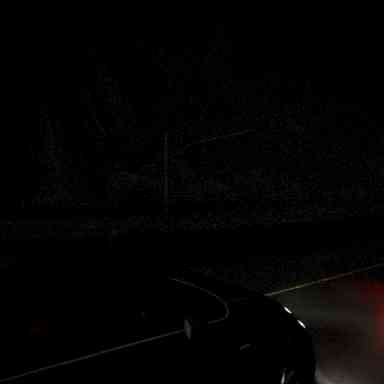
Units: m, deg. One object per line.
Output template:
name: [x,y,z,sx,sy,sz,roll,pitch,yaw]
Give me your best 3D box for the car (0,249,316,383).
car: [-0.898,1.355,3.103,4.553,1.767,2.097,-1,0,-36]
